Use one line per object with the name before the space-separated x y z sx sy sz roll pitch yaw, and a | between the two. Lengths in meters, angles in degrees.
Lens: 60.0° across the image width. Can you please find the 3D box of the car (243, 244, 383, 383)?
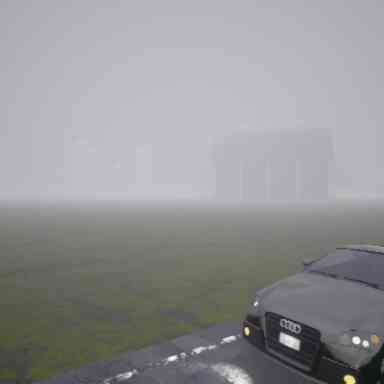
car | 2.759 1.552 5.040 4.181 1.385 1.994 0 0 -36
